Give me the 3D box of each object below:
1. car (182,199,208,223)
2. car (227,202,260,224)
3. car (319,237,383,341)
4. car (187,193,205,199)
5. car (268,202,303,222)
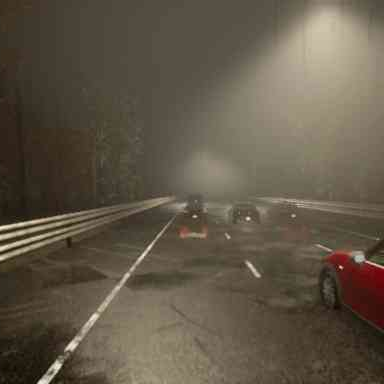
[{"bbox_3d":[0.238,1.511,25.105,1.812,1.442,4.674,0,0,1],"label":"car"},{"bbox_3d":[3.731,1.490,24.354,1.837,1.490,4.892,0,0,1],"label":"car"},{"bbox_3d":[3.613,1.349,4.884,2.097,1.767,4.553,0,0,0],"label":"car"},{"bbox_3d":[0.506,1.193,42.849,2.150,2.045,5.566,0,0,1],"label":"car"},{"bbox_3d":[7.236,1.509,25.898,1.812,1.442,4.674,0,0,0],"label":"car"}]
